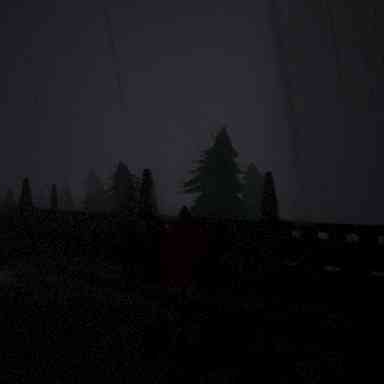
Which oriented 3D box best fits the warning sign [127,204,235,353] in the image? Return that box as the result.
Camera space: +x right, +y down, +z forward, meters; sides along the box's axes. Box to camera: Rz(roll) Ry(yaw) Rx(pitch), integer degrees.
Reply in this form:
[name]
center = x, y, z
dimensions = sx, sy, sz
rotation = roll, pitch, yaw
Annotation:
[warning sign]
center = -0.136, 1.141, 5.111
dimensions = 1.060, 1.860, 1.300
rotation = -1, 0, 37
